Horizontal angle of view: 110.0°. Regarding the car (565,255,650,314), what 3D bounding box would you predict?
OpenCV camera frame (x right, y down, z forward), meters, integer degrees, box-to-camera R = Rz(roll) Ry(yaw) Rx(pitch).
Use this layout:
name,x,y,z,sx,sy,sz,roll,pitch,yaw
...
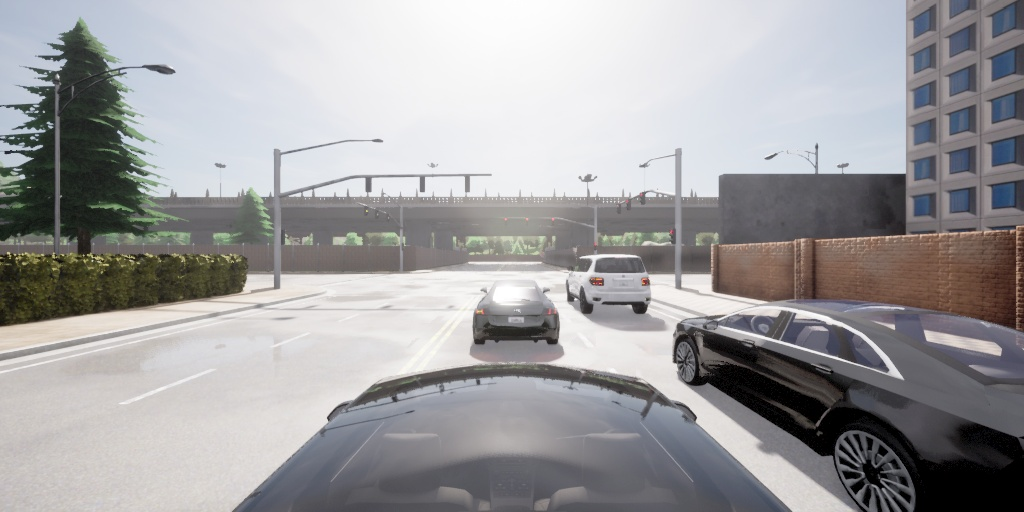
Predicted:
name,x,y,z,sx,sy,sz,roll,pitch,yaw
car,3.481,0.971,13.895,2.150,2.045,5.566,0,0,0

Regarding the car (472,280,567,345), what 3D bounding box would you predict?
name,x,y,z,sx,sy,sz,roll,pitch,yaw
car,0.087,1.314,9.547,1.994,1.385,4.181,0,0,0

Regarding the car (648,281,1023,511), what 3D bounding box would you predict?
name,x,y,z,sx,sy,sz,roll,pitch,yaw
car,3.593,1.242,4.090,2.128,1.511,4.902,0,0,0
